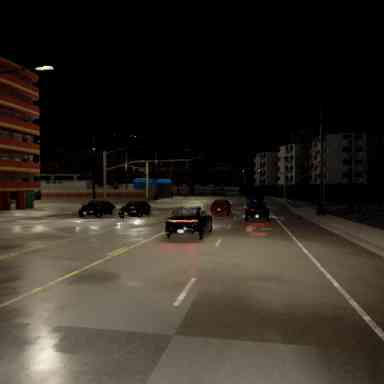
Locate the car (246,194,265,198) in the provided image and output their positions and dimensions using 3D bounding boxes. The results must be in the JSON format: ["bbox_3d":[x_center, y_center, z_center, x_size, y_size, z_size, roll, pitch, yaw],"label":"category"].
[{"bbox_3d":[7.918,1.235,41.527,2.150,2.045,5.566,0,0,10],"label":"car"}]

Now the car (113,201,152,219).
[{"bbox_3d":[-5.040,1.561,29.985,1.837,1.490,4.892,0,0,11],"label":"car"}]

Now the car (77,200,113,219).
[{"bbox_3d":[-8.553,1.561,30.235,1.837,1.490,4.892,0,0,11],"label":"car"}]

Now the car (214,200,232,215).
[{"bbox_3d":[3.050,1.525,34.329,1.882,1.535,5.008,0,0,10],"label":"car"}]

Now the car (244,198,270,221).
[{"bbox_3d":[5.393,1.559,27.665,1.837,1.490,4.892,0,0,10],"label":"car"}]

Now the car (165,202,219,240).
[{"bbox_3d":[-0.056,1.525,17.264,2.128,1.511,4.902,0,0,10],"label":"car"}]
